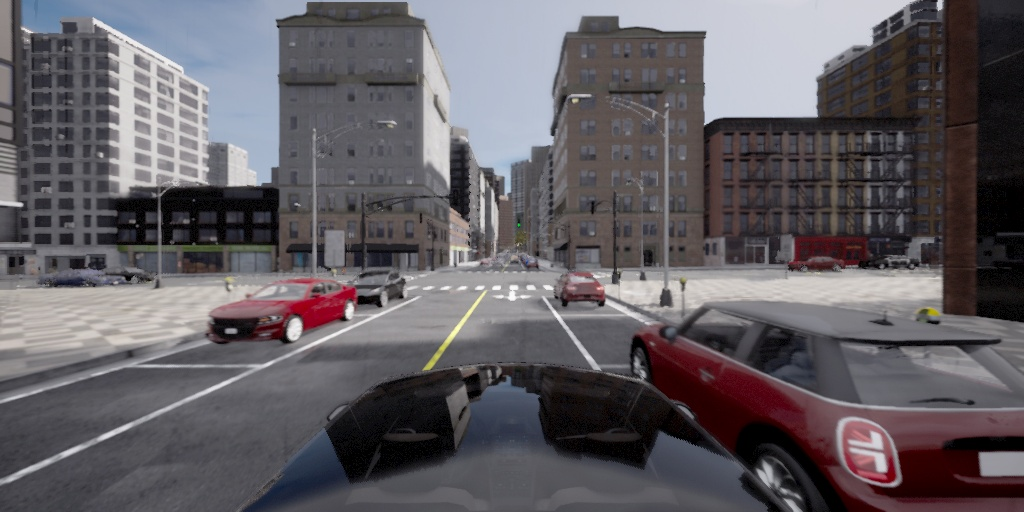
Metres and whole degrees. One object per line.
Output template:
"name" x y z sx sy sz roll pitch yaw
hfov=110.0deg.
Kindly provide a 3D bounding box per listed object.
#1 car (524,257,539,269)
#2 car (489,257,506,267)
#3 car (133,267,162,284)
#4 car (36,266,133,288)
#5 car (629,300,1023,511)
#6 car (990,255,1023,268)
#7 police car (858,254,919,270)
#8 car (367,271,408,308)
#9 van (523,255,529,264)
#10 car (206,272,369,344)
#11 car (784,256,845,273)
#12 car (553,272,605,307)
"car" 3.062 1.245 52.453 1.802 1.307 4.207 0 0 1
"car" -2.606 1.223 64.586 1.895 1.301 4.718 0 0 1
"car" -33.500 1.646 31.235 5.008 1.535 1.882 -1 0 1
"car" -33.560 1.734 27.982 5.357 1.411 2.033 -1 0 0
"car" 2.763 1.189 3.953 1.967 1.591 4.097 0 0 0
"car" 49.385 0.585 34.239 5.357 1.411 2.033 -1 0 0
"police car" 39.286 0.566 37.529 5.238 1.638 1.930 -1 0 0
"car" -5.756 1.311 15.248 1.948 1.339 4.313 0 0 0
"van" 3.112 0.985 58.004 1.690 1.789 3.998 0 0 1
"car" -5.759 1.293 9.604 1.888 1.381 4.507 0 0 0
"car" 28.953 0.776 34.415 5.008 1.535 1.882 -1 0 0
"car" 2.769 1.327 15.242 1.802 1.307 4.207 0 0 0
